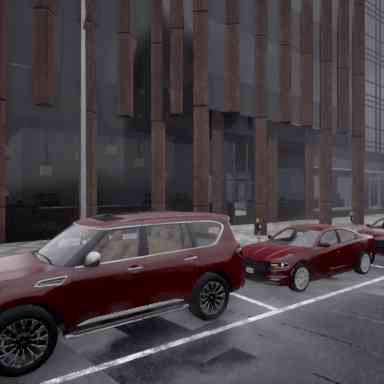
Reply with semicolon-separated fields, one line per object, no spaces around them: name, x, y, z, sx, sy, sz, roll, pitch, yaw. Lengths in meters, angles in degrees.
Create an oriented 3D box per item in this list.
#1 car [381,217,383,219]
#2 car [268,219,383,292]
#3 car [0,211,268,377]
car;7.579;1.547;12.097;4.507;1.381;1.887;0;0;-36
car;3.145;1.545;8.916;4.507;1.381;1.887;0;0;-36
car;-1.289;1.315;5.735;5.009;1.841;2.192;0;0;-36
